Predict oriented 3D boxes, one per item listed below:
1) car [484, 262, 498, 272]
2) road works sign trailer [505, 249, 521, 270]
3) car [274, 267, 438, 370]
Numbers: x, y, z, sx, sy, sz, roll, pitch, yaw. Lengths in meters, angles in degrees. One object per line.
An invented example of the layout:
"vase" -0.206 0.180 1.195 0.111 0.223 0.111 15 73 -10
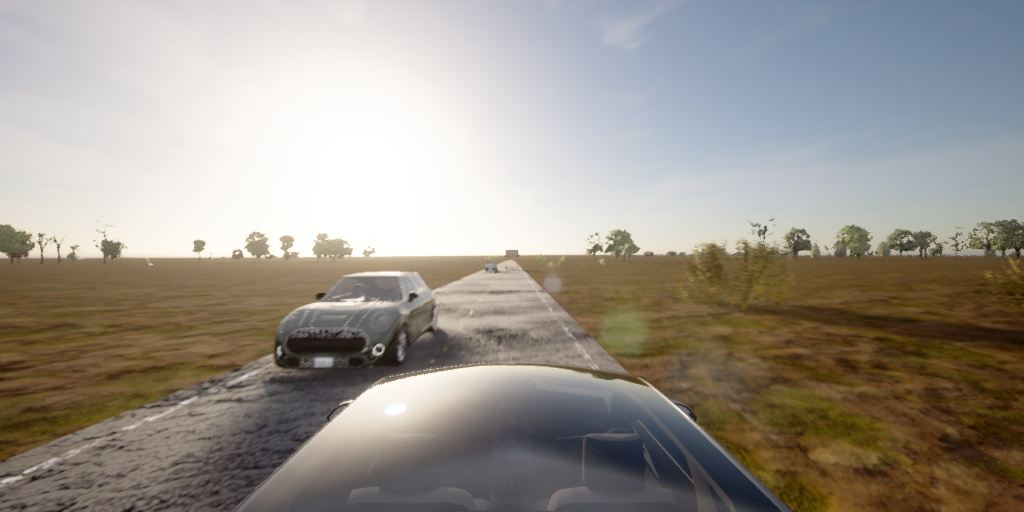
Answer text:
"car" -3.038 1.600 53.024 2.128 1.511 4.902 0 0 1
"road works sign trailer" 0.009 0.634 62.436 2.380 3.560 2.880 0 0 0
"car" -3.085 1.151 8.067 2.097 1.767 4.553 0 0 -1
